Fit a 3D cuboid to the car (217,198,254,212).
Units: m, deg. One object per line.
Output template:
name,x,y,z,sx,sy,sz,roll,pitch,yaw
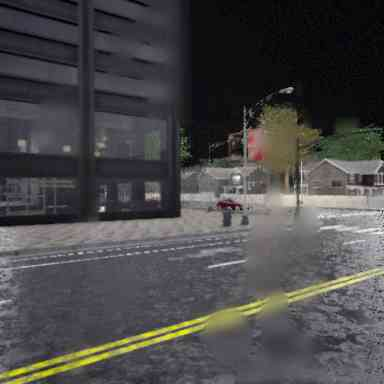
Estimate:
car,4.893,1.423,38.026,1.882,1.535,5.008,0,2,-33
